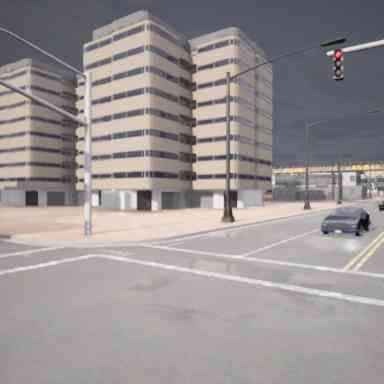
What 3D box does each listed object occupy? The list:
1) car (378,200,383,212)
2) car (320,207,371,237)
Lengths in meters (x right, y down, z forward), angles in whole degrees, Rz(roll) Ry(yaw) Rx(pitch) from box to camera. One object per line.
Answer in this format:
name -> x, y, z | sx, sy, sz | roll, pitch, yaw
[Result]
car -> 22.799, 1.585, 38.410 | 1.895, 1.301, 4.718 | 0, 0, 35
car -> 8.663, 1.546, 18.429 | 2.033, 1.411, 5.357 | 0, 0, 35
